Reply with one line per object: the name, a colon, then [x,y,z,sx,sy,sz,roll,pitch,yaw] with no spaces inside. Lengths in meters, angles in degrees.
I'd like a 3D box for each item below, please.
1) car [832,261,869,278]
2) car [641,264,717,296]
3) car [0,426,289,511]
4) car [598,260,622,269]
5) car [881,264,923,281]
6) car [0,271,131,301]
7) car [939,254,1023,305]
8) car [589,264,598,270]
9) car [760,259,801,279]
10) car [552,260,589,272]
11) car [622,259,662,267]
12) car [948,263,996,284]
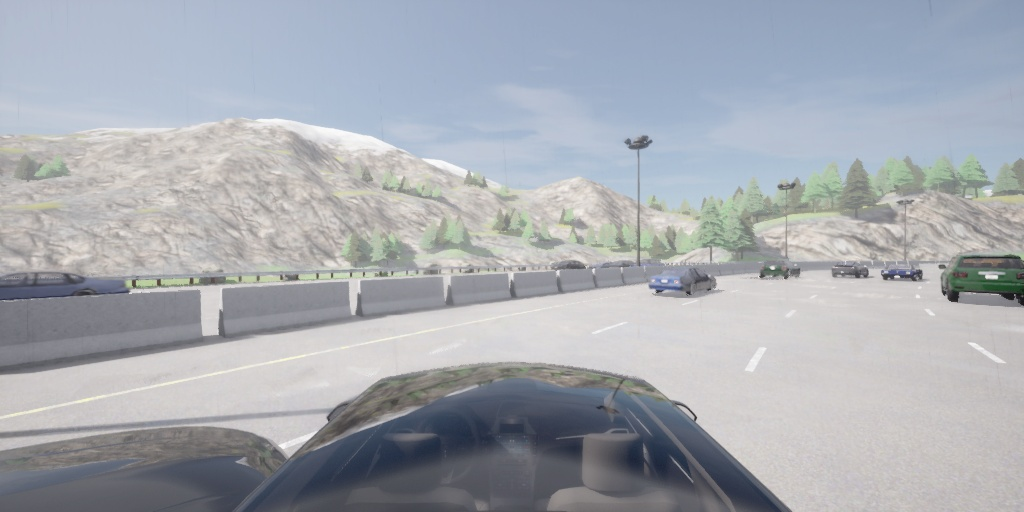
car: [31.383,1.241,33.268,4.902,1.511,2.128,0,0,-35]
car: [9.358,1.297,19.490,5.357,1.411,2.033,0,0,-44]
car: [-2.981,1.255,0.466,4.892,1.490,1.837,0,0,-45]
car: [12.563,1.227,41.230,5.008,1.535,1.882,0,0,-38]
car: [32.315,1.351,29.658,4.718,1.301,1.895,0,0,-35]
car: [-18.837,1.297,14.010,2.033,1.411,5.357,0,0,37]
car: [21.237,0.967,16.211,5.566,2.045,2.150,1,-1,-43]
car: [11.921,1.363,45.191,5.357,1.411,2.033,0,0,-38]
car: [24.247,1.101,32.319,4.553,1.767,2.097,0,0,-38]
car: [7.245,1.256,45.920,4.892,1.490,1.837,1,-1,-39]
car: [14.199,1.101,38.047,4.553,1.767,2.097,0,0,-39]
car: [35.973,1.296,27.984,5.357,1.411,2.033,0,0,-35]
